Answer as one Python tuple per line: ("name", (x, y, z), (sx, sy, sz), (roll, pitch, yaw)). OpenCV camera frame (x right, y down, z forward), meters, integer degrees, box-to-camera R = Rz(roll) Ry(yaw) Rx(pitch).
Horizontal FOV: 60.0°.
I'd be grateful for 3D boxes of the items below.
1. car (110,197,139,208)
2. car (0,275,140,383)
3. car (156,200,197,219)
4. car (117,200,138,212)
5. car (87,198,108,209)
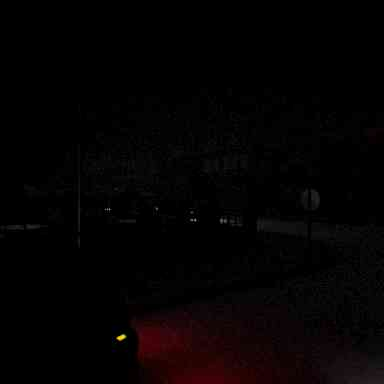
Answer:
("car", (-10.046, 1.547, 48.981), (2.033, 1.411, 5.357), (0, 0, -37))
("car", (-2.706, 1.526, 2.676), (4.674, 1.442, 1.812), (0, 0, -35))
("car", (-1.427, 1.505, 29.629), (1.837, 1.490, 4.892), (0, 0, -35))
("car", (-7.129, 1.547, 37.638), (2.033, 1.411, 5.357), (0, 0, -36))
("car", (-13.101, 1.526, 46.095), (1.812, 1.442, 4.674), (0, 0, -35))
